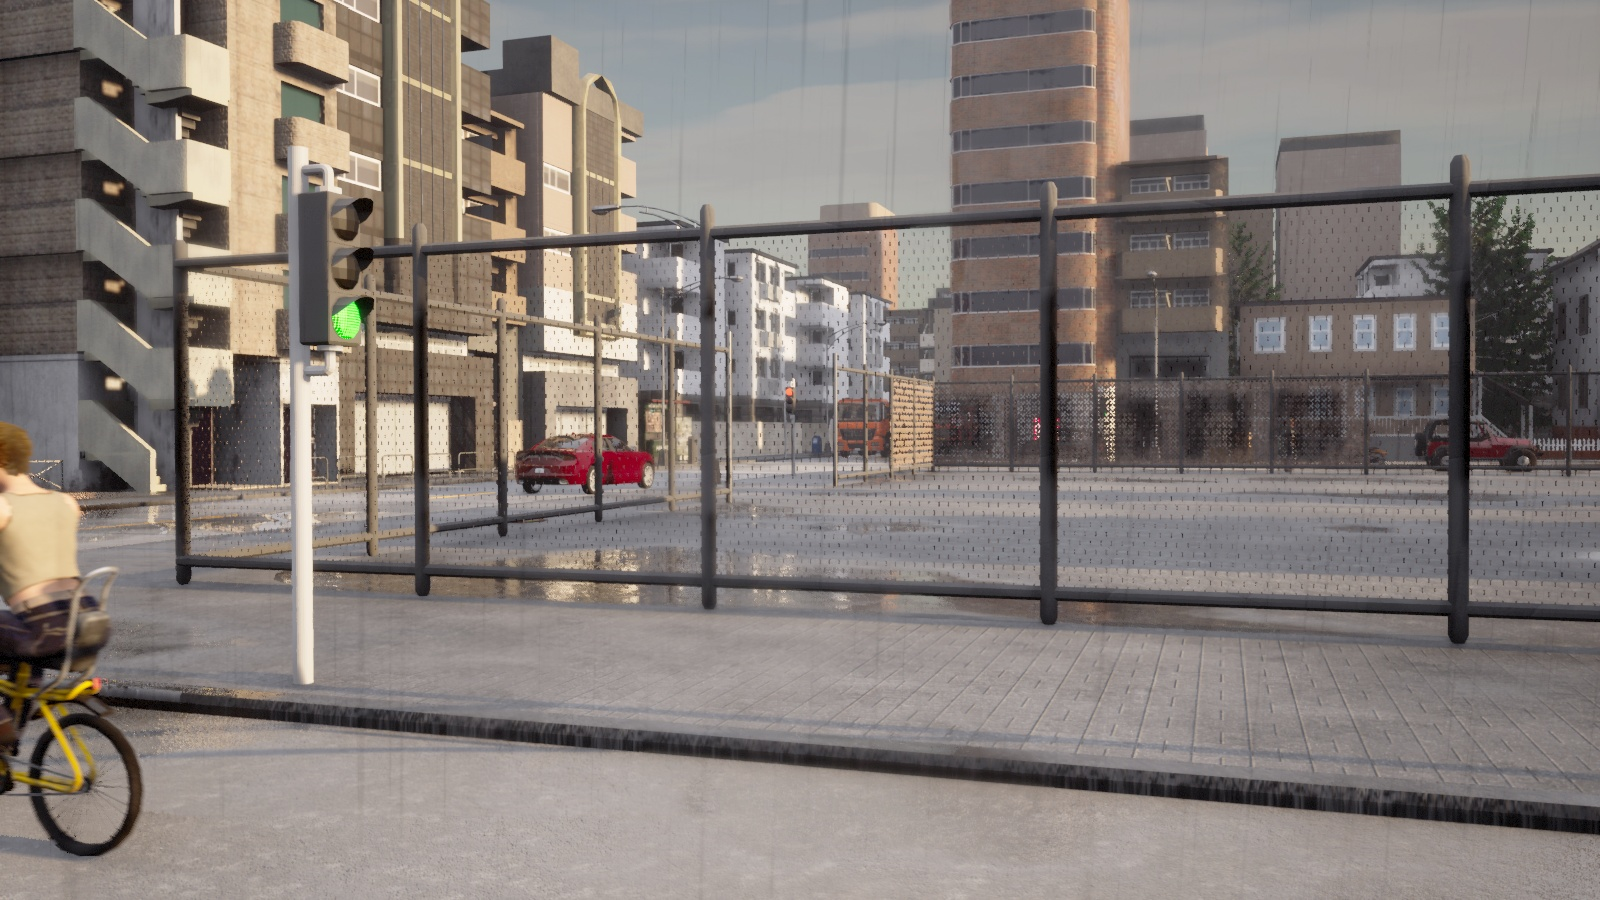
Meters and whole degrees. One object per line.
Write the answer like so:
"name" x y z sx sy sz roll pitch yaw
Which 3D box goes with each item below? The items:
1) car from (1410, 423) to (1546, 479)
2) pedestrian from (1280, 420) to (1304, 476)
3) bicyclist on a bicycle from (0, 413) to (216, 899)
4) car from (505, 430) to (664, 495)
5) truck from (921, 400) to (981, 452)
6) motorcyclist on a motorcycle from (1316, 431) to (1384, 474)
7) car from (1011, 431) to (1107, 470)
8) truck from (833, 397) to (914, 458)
"car" 23.479 0.012 43.646 3.866 1.878 1.905 1 1 19
"pedestrian" 16.352 -0.071 41.730 0.706 1.836 0.354 1 1 17
"bicyclist on a bicycle" -3.169 0.675 4.795 1.509 1.612 0.866 0 1 18
"car" -5.473 0.262 32.603 1.882 1.535 5.008 1 1 19
"truck" 11.579 -1.829 95.832 2.891 3.827 8.468 1 1 18
"motorcyclist on a motorcycle" 21.268 0.079 48.593 2.350 1.649 0.766 0 1 19
"car" 10.750 0.011 52.125 3.705 1.549 1.789 1 1 18
"truck" 4.478 -1.336 74.755 2.891 3.462 7.936 1 1 18
